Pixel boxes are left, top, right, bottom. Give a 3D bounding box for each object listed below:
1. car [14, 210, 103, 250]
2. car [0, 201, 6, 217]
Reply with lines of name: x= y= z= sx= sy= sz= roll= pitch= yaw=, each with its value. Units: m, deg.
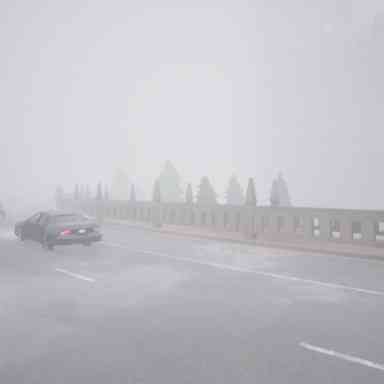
car: x=-5.813 y=1.496 z=14.122 sx=2.033 sy=1.411 sz=5.357 roll=0 pitch=0 yaw=-44
car: x=-17.272 y=1.417 z=28.906 sx=2.033 sy=1.411 sz=5.357 roll=0 pitch=0 yaw=-31
